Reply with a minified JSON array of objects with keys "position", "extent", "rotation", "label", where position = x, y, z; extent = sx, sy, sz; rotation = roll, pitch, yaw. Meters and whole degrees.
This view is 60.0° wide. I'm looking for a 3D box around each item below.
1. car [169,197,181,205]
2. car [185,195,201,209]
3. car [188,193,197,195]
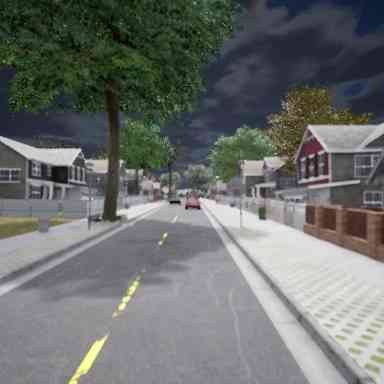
[{"position":[-2.776,1.551,55.618],"extent":[1.895,1.301,4.718],"rotation":[0,0,1],"label":"car"},{"position":[0.118,1.500,44.147],"extent":[1.994,1.385,4.181],"rotation":[0,0,0],"label":"car"},{"position":[0.126,1.191,63.549],"extent":[2.150,2.045,5.566],"rotation":[0,0,0],"label":"car"}]
